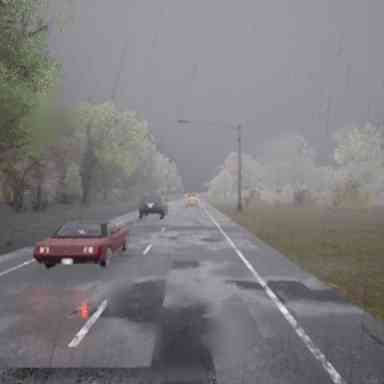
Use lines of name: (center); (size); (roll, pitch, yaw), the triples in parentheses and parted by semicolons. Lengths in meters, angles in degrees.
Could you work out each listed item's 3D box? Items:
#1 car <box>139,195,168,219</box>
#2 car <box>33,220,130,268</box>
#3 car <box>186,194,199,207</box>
car: (-3.413, 1.255, 30.041); (2.150, 2.045, 5.566); (0, 0, 0)
car: (-3.406, 1.613, 11.314); (1.895, 1.301, 4.718); (0, 0, 0)
car: (0.078, 1.539, 53.378); (1.882, 1.535, 5.008); (0, 0, 0)
